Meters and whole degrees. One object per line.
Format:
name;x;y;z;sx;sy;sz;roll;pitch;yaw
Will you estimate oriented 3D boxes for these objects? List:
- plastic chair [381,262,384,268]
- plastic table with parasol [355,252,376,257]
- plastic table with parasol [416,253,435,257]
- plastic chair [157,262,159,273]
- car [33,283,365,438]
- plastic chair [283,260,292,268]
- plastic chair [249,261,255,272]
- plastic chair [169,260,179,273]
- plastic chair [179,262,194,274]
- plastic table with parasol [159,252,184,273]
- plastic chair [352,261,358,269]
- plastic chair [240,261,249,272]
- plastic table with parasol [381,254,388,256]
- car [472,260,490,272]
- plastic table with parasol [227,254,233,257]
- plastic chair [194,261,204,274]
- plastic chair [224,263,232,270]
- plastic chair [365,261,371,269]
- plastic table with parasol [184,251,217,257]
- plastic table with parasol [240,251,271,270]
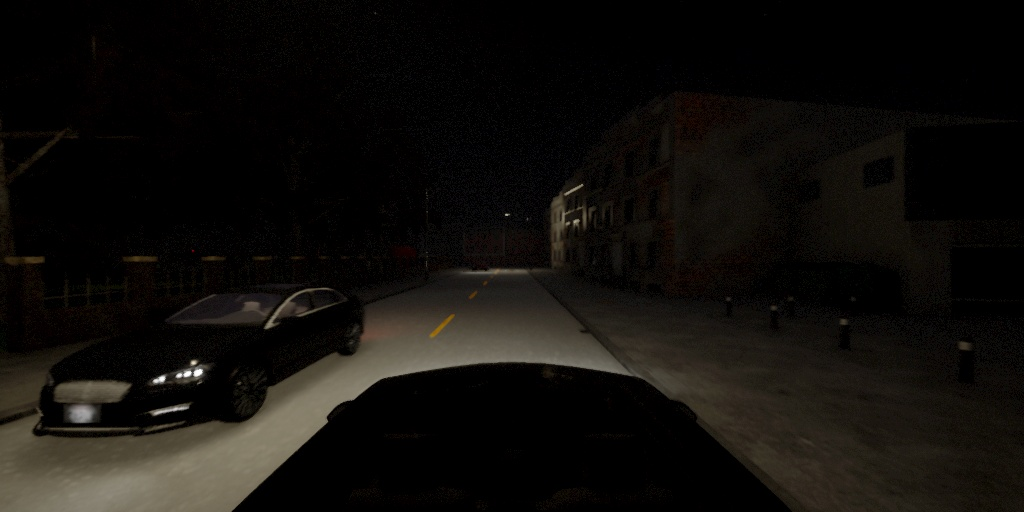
plastic chair;-16.719;1.376;47.580;0.730;1.272;0.750;0;0;-35
plastic table with parasol;-20.564;0.714;49.937;2.482;2.480;2.482;0;0;-38
plastic table with parasol;-13.105;0.776;52.311;2.482;2.480;2.482;0;0;-40
plastic chair;-40.291;1.347;41.256;0.730;1.272;0.750;0;0;-35
car;-4.099;1.245;5.870;2.128;1.511;4.902;0;0;0
plastic chair;-34.381;1.318;55.270;0.750;1.272;0.730;0;0;-40
plastic chair;-30.644;1.193;42.865;0.750;1.272;0.730;0;0;-39
plastic chair;-38.585;1.341;41.159;0.750;1.272;0.730;0;0;-40
plastic chair;-34.972;1.335;38.515;0.730;1.272;0.750;0;0;-35
plastic table with parasol;-39.317;0.716;42.156;2.482;2.480;2.482;0;0;-40
plastic chair;-21.459;1.296;49.235;0.730;1.272;0.750;0;0;-38
plastic chair;-32.344;1.321;42.992;0.730;1.272;0.750;0;0;-34
plastic table with parasol;-15.746;0.773;48.482;2.482;2.480;2.482;0;0;-40
car;-4.121;1.313;47.248;1.812;1.442;4.674;0;0;0
plastic table with parasol;-38.605;0.743;50.597;2.482;2.480;2.482;0;0;-40
plastic chair;-33.266;1.325;38.418;0.750;1.272;0.730;0;0;-40
plastic chair;-39.579;1.347;49.696;0.730;1.272;0.750;0;0;-35
plastic chair;-19.743;1.305;49.091;0.750;1.272;0.730;0;0;-44
plastic table with parasol;-33.998;0.724;39.416;2.482;2.480;2.482;0;0;-40
plastic table with parasol;-31.352;0.654;43.835;2.482;2.480;2.482;0;0;-39
